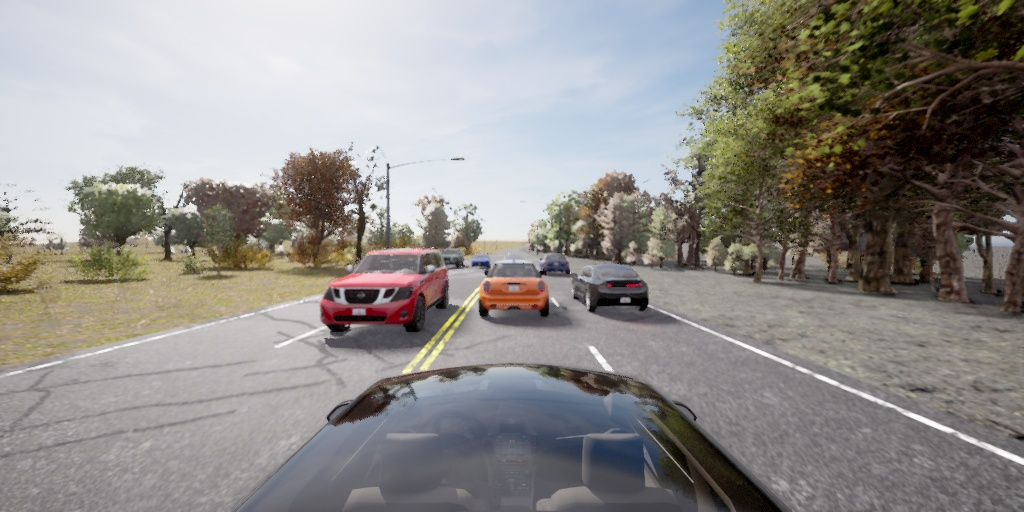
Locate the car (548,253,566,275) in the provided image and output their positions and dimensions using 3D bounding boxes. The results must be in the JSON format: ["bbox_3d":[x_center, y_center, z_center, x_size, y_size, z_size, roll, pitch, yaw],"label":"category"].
[{"bbox_3d":[3.345,0.548,29.157,2.097,1.767,4.553,-1,1,0],"label":"car"}]

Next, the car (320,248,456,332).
[{"bbox_3d":[-3.287,0.793,10.540,2.150,2.045,5.566,0,1,1],"label":"car"}]

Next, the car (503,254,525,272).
[{"bbox_3d":[0.145,0.591,33.712,1.882,1.535,5.008,0,1,-1],"label":"car"}]

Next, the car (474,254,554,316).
[{"bbox_3d":[0.074,0.890,12.358,2.097,1.767,4.553,0,1,0],"label":"car"}]

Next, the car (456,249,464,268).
[{"bbox_3d":[-6.530,0.231,38.982,2.150,2.045,5.566,0,1,0],"label":"car"}]

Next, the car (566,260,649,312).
[{"bbox_3d":[3.327,1.023,12.932,1.837,1.490,4.892,-1,1,0],"label":"car"}]

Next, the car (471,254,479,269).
[{"bbox_3d":[-3.282,0.492,38.624,1.882,1.535,5.008,0,1,0],"label":"car"}]
